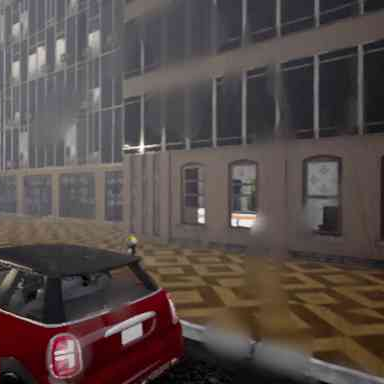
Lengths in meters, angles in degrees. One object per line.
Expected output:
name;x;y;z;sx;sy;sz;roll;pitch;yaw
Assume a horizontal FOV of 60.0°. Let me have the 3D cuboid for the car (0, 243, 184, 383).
car;-2.173;1.413;4.422;4.097;1.590;1.967;0;0;35
